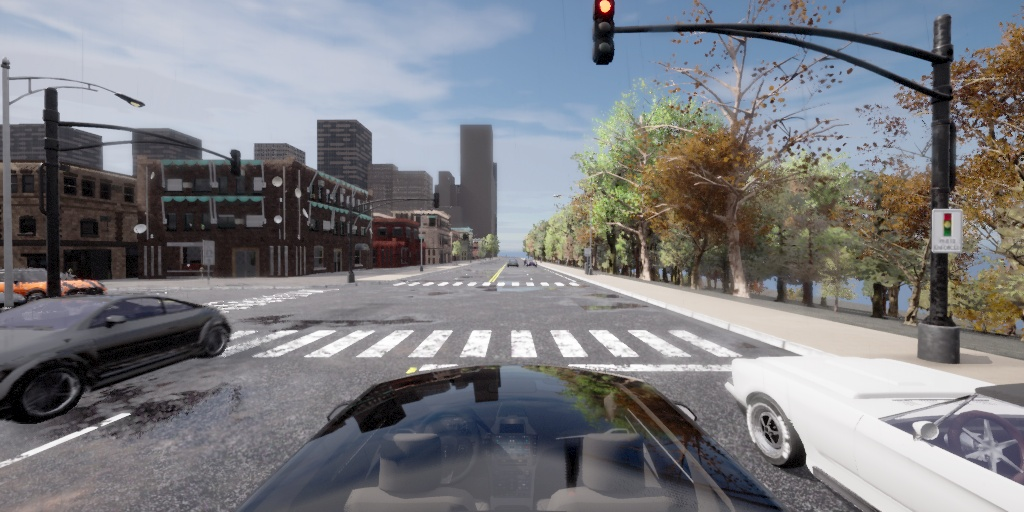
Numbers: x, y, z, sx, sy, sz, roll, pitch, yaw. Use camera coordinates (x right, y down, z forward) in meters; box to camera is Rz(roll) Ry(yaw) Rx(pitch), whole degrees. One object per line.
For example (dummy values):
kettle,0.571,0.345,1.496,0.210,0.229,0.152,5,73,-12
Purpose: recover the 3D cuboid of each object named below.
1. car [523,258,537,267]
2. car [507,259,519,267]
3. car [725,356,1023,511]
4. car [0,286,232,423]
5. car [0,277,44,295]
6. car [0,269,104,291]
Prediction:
car,3.417,1.327,63.712,1.895,1.301,4.718,0,0,0
car,0.155,1.290,63.434,1.994,1.385,4.181,0,0,1
car,3.350,1.351,1.927,1.895,1.301,4.718,0,0,0
car,-6.640,1.313,5.568,1.994,1.385,4.181,0,0,-3
car,-19.936,1.565,12.575,4.313,1.339,1.948,0,0,0
car,-20.302,1.328,15.279,4.553,1.767,2.097,-1,1,0
